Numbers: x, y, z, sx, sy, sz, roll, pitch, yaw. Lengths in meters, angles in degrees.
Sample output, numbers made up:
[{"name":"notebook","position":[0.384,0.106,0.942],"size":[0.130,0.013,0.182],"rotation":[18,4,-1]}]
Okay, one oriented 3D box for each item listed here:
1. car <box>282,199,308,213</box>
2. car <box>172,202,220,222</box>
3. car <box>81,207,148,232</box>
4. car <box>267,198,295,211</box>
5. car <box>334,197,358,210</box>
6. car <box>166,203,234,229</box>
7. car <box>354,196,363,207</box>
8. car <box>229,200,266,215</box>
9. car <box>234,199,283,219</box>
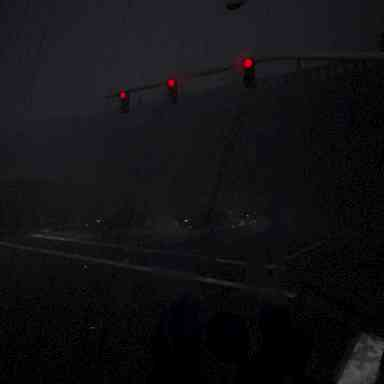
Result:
[{"name":"car","position":[12.414,1.638,39.712],"size":[2.128,1.511,4.902],"rotation":[0,0,36]},{"name":"car","position":[0.436,1.693,28.913],"size":[1.812,1.442,4.674],"rotation":[0,0,36]},{"name":"car","position":[-4.853,1.691,21.513],"size":[1.812,1.442,4.674],"rotation":[0,0,37]},{"name":"car","position":[12.239,1.664,45.469],"size":[2.128,1.511,4.902],"rotation":[0,0,36]},{"name":"car","position":[20.661,1.687,44.972],"size":[1.994,1.385,4.181],"rotation":[0,0,36]},{"name":"car","position":[0.550,1.689,23.039],"size":[2.033,1.411,5.357],"rotation":[0,0,35]},{"name":"car","position":[26.420,1.478,53.083],"size":[2.097,1.767,4.553],"rotation":[0,0,35]},{"name":"car","position":[6.215,1.661,37.051],"size":[2.128,1.511,4.902],"rotation":[0,0,35]},{"name":"car","position":[6.384,1.692,31.250],"size":[2.033,1.411,5.357],"rotation":[0,0,35]}]
